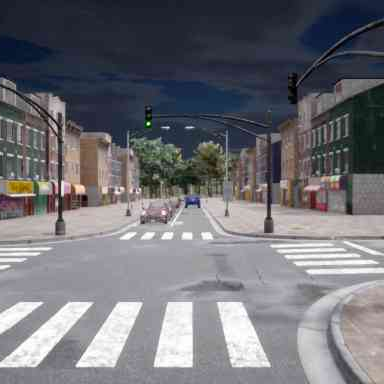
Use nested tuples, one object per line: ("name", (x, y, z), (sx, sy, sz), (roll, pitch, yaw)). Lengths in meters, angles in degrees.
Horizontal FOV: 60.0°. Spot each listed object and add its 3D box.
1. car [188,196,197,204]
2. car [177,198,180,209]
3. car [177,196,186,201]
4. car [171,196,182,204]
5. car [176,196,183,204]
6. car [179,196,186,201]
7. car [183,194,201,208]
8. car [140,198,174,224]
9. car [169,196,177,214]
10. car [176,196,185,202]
("car", (0.115, 1.578, 68.994), (1.837, 1.490, 4.892), (0, 0, 0))
("car", (-2.637, 1.586, 35.398), (1.947, 1.339, 4.313), (-1, 0, 0))
("car", (-2.624, 1.670, 84.311), (1.947, 1.339, 4.313), (-1, 0, 0))
("car", (-3.004, 1.569, 64.148), (1.837, 1.490, 4.892), (0, 0, 0))
("car", (-2.635, 1.580, 46.268), (1.887, 1.381, 4.507), (-1, 0, 0))
("car", (-2.622, 1.698, 89.746), (1.802, 1.307, 4.206), (-1, 0, 0))
("car", (0.113, 1.262, 49.759), (2.150, 2.045, 5.566), (0, 0, 0))
("car", (-2.641, 1.450, 24.530), (1.967, 1.590, 4.097), (-1, 0, 0))
("car", (-2.640, 1.455, 29.964), (1.967, 1.590, 4.097), (-1, 0, 0))
("car", (-2.626, 1.643, 78.877), (2.008, 1.369, 4.403), (-1, 0, 0))
